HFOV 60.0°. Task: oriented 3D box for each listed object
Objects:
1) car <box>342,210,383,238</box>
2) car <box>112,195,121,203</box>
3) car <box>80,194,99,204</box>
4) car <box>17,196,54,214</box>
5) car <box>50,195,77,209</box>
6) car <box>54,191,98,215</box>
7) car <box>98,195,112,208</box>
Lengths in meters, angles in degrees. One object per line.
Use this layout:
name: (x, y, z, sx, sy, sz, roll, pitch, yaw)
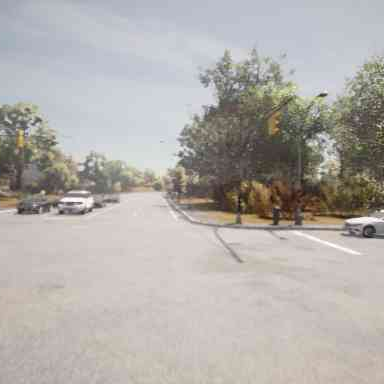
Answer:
car: (10.726, 1.713, 18.248, 4.674, 1.442, 1.812, 1, 0, -3)
car: (-13.085, 1.137, 55.779, 2.033, 1.411, 5.357, 1, 0, -6)
car: (-16.344, 1.030, 53.175, 1.837, 1.490, 4.892, 1, 0, -5)
car: (-13.989, 1.135, 29.888, 1.837, 1.490, 4.892, 1, 0, -6)
car: (-14.915, 1.153, 38.720, 1.994, 1.385, 4.181, 1, 0, -8)
car: (-10.540, 0.924, 30.620, 2.150, 2.045, 5.566, 1, 0, -6)
car: (-11.604, 1.203, 40.813, 2.033, 1.411, 5.357, 1, 0, -6)
